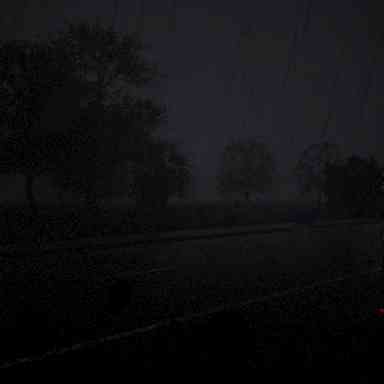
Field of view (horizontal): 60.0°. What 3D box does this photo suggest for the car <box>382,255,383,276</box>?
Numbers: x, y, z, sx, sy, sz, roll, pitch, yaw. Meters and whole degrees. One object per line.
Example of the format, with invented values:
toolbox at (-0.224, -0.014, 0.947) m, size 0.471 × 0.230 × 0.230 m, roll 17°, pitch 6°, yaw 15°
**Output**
car at (6.840, 1.352, 8.329) m, size 4.553 × 1.767 × 2.097 m, roll 0°, pitch 0°, yaw -33°
